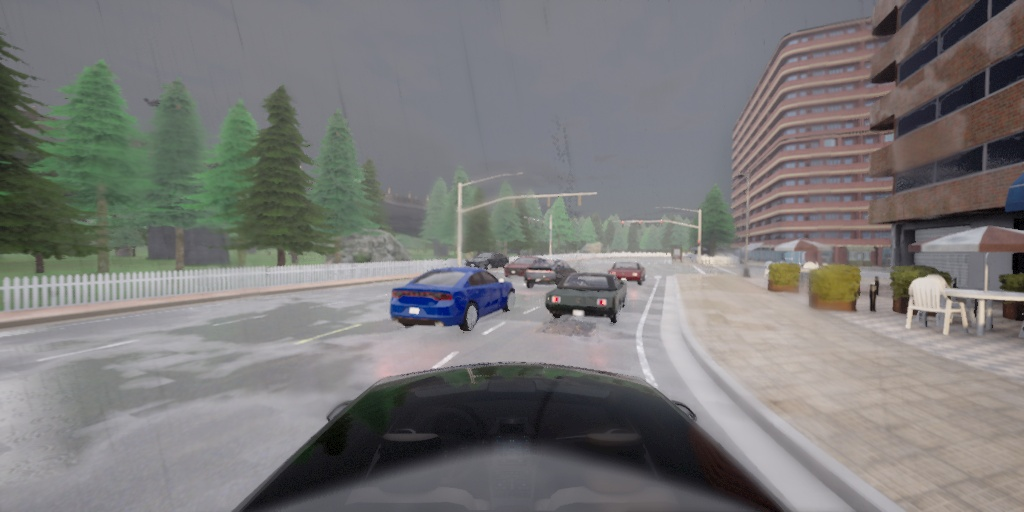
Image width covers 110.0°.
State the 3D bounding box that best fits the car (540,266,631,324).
[{"bbox_3d":[2.578,1.179,11.477,1.895,1.301,4.718,1,1,22],"label":"car"}]

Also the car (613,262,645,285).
[{"bbox_3d":[7.147,1.009,22.145,1.895,1.301,4.718,1,1,24],"label":"car"}]

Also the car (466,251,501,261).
[{"bbox_3d":[-1.848,0.366,28.027,1.882,1.535,5.008,1,1,24],"label":"car"}]

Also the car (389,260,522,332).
[{"bbox_3d":[-1.418,1.051,10.413,1.882,1.535,5.008,1,1,18],"label":"car"}]

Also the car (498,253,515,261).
[{"bbox_3d":[1.104,0.770,26.072,1.882,1.535,5.008,1,1,24],"label":"car"}]

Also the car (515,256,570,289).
[{"bbox_3d":[2.183,0.918,19.385,2.128,1.511,4.902,1,1,23],"label":"car"}]
